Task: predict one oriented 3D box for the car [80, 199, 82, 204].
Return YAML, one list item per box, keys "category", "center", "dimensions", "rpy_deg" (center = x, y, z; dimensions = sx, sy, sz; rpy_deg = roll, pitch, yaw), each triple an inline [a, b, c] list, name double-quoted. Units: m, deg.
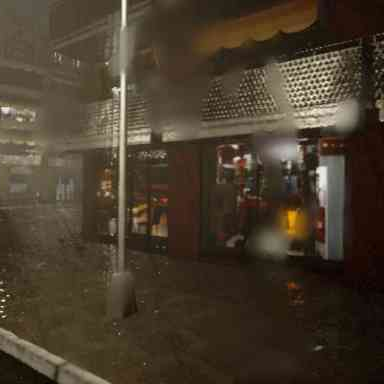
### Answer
- category: "car"
  center: [-9.016, 0.741, 33.357]
  dimensions: [4.206, 1.307, 1.802]
  rpy_deg: [-1, 3, -40]
